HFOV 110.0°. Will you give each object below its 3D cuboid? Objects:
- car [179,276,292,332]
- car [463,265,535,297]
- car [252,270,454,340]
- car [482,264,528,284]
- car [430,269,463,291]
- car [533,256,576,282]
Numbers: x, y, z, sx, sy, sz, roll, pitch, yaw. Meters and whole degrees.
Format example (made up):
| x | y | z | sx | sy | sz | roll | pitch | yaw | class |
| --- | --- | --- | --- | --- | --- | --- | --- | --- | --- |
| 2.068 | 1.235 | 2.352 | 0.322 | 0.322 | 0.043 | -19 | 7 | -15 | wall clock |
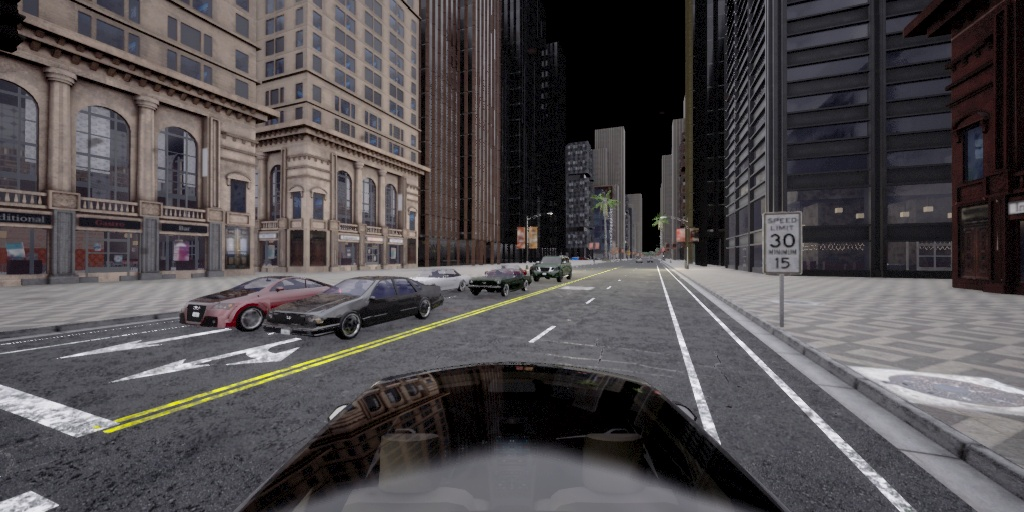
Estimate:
| x | y | z | sx | sy | sz | roll | pitch | yaw | class |
| --- | --- | --- | --- | --- | --- | --- | --- | --- | --- |
| -7.335 | 1.315 | 11.006 | 1.994 | 1.385 | 4.181 | 0 | 0 | 22 | car |
| -0.528 | 1.357 | 19.364 | 1.895 | 1.301 | 4.718 | 0 | 0 | 22 | car |
| -4.064 | 1.299 | 10.450 | 2.033 | 1.411 | 5.357 | 0 | 0 | 22 | car |
| -0.436 | 1.363 | 28.411 | 1.895 | 1.301 | 4.718 | 0 | 0 | 22 | car |
| -4.110 | 1.356 | 19.152 | 1.895 | 1.301 | 4.718 | 0 | 0 | 22 | car |
| 3.419 | 0.986 | 29.305 | 2.150 | 2.045 | 5.566 | 0 | 0 | 21 | car |
